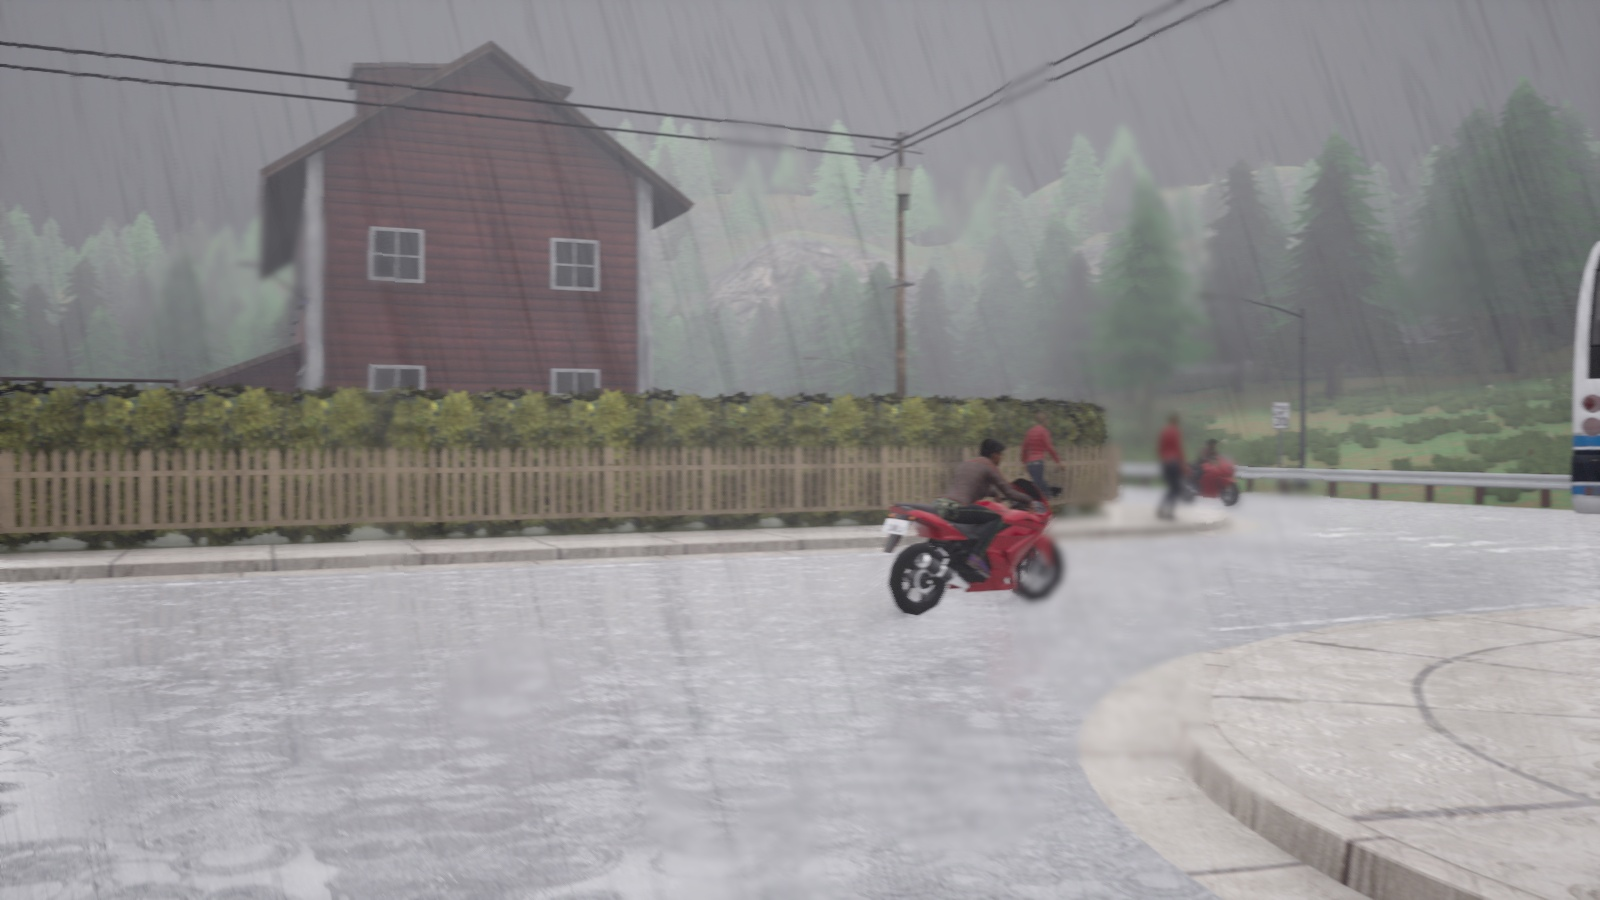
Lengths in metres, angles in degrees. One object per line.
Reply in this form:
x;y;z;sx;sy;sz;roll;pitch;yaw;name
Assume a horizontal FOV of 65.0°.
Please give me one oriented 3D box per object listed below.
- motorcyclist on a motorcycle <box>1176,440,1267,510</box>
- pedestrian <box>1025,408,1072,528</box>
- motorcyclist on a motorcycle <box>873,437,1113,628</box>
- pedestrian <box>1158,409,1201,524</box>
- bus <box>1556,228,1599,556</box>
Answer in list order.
9.451;0.538;28.252;0.797;1.523;2.044;0;0;-23;motorcyclist on a motorcycle
3.870;0.273;19.539;0.636;1.846;0.331;0;0;-22;pedestrian
1.711;0.657;11.017;2.044;1.523;0.797;0;2;-33;motorcyclist on a motorcycle
6.204;0.264;20.539;0.636;1.846;0.331;0;0;-30;pedestrian
15.153;-0.761;18.599;10.273;4.253;3.944;0;0;-42;bus
